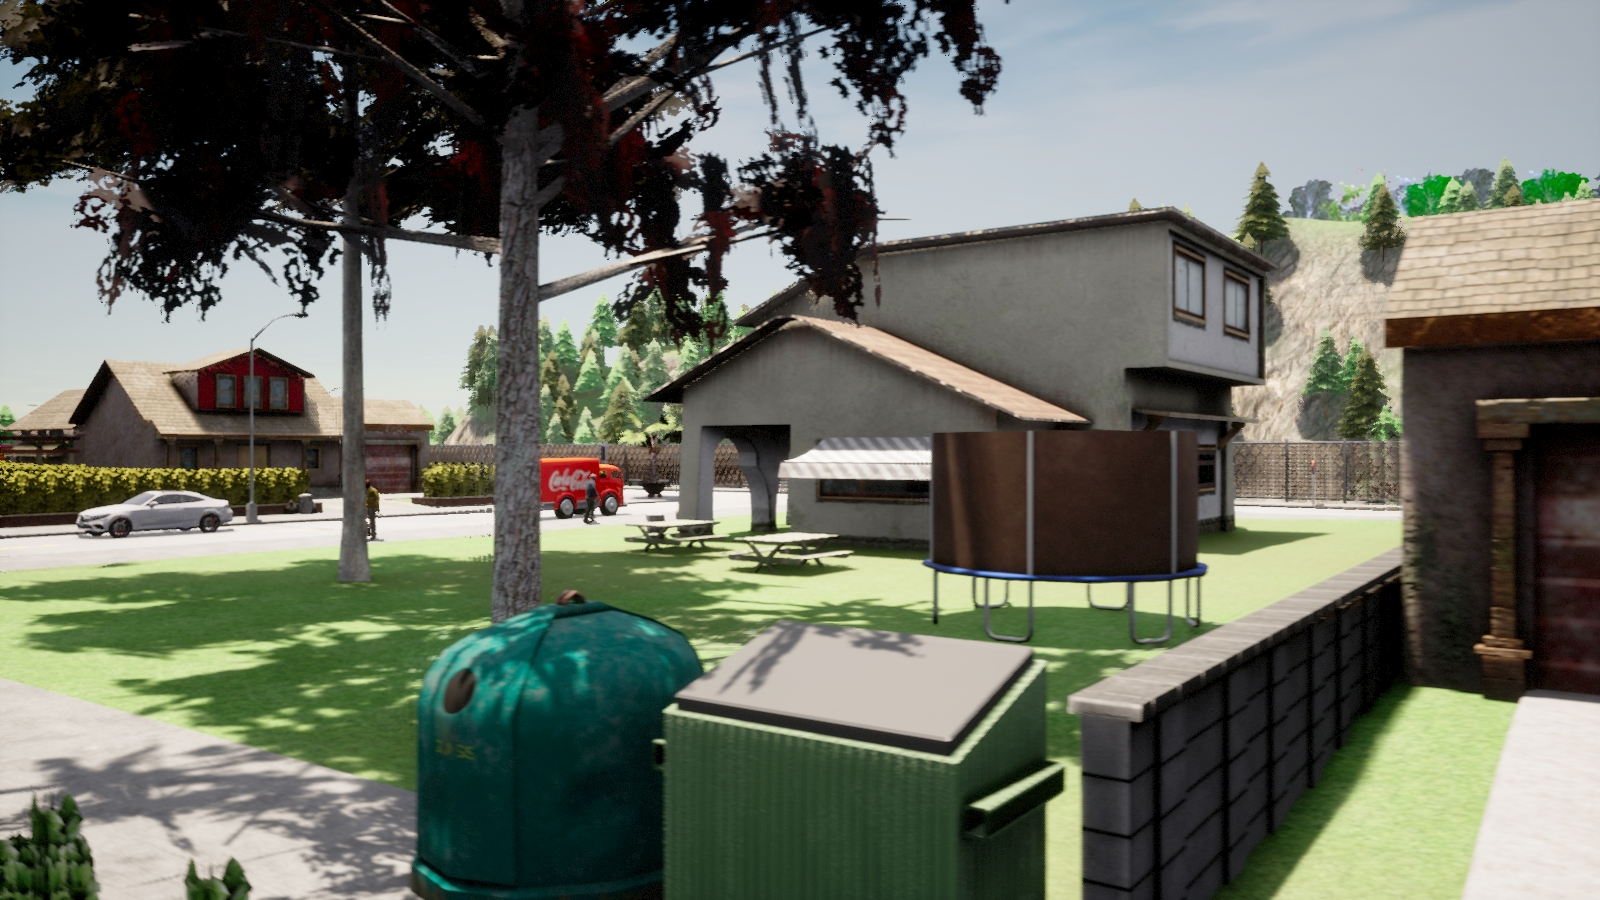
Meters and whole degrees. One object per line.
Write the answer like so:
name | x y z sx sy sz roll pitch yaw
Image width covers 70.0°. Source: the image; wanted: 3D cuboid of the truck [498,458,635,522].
truck | -9.621 1.567 47.437 2.627 2.467 5.204 0 0 35

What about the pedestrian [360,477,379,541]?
pedestrian | -12.674 1.743 33.648 0.375 1.860 0.375 0 0 35

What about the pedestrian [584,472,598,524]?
pedestrian | -7.561 1.744 41.385 0.375 1.860 0.375 0 0 -32

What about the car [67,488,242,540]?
car | -21.351 2.081 37.975 2.002 1.442 4.674 0 0 35
